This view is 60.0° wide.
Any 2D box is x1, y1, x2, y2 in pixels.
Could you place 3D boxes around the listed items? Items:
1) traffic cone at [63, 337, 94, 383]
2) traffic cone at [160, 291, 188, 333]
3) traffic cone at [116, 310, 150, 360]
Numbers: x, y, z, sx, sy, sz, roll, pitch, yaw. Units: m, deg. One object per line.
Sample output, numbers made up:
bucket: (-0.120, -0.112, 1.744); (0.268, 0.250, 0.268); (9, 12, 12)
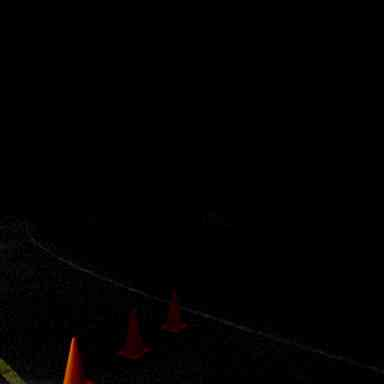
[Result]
traffic cone: (-1.331, 1.945, 3.775); (0.340, 0.580, 0.340); (1, 1, 31)
traffic cone: (-0.293, 1.932, 5.477); (0.340, 0.580, 0.340); (1, 1, 31)
traffic cone: (-0.812, 1.938, 4.626); (0.340, 0.580, 0.340); (1, 1, 31)
